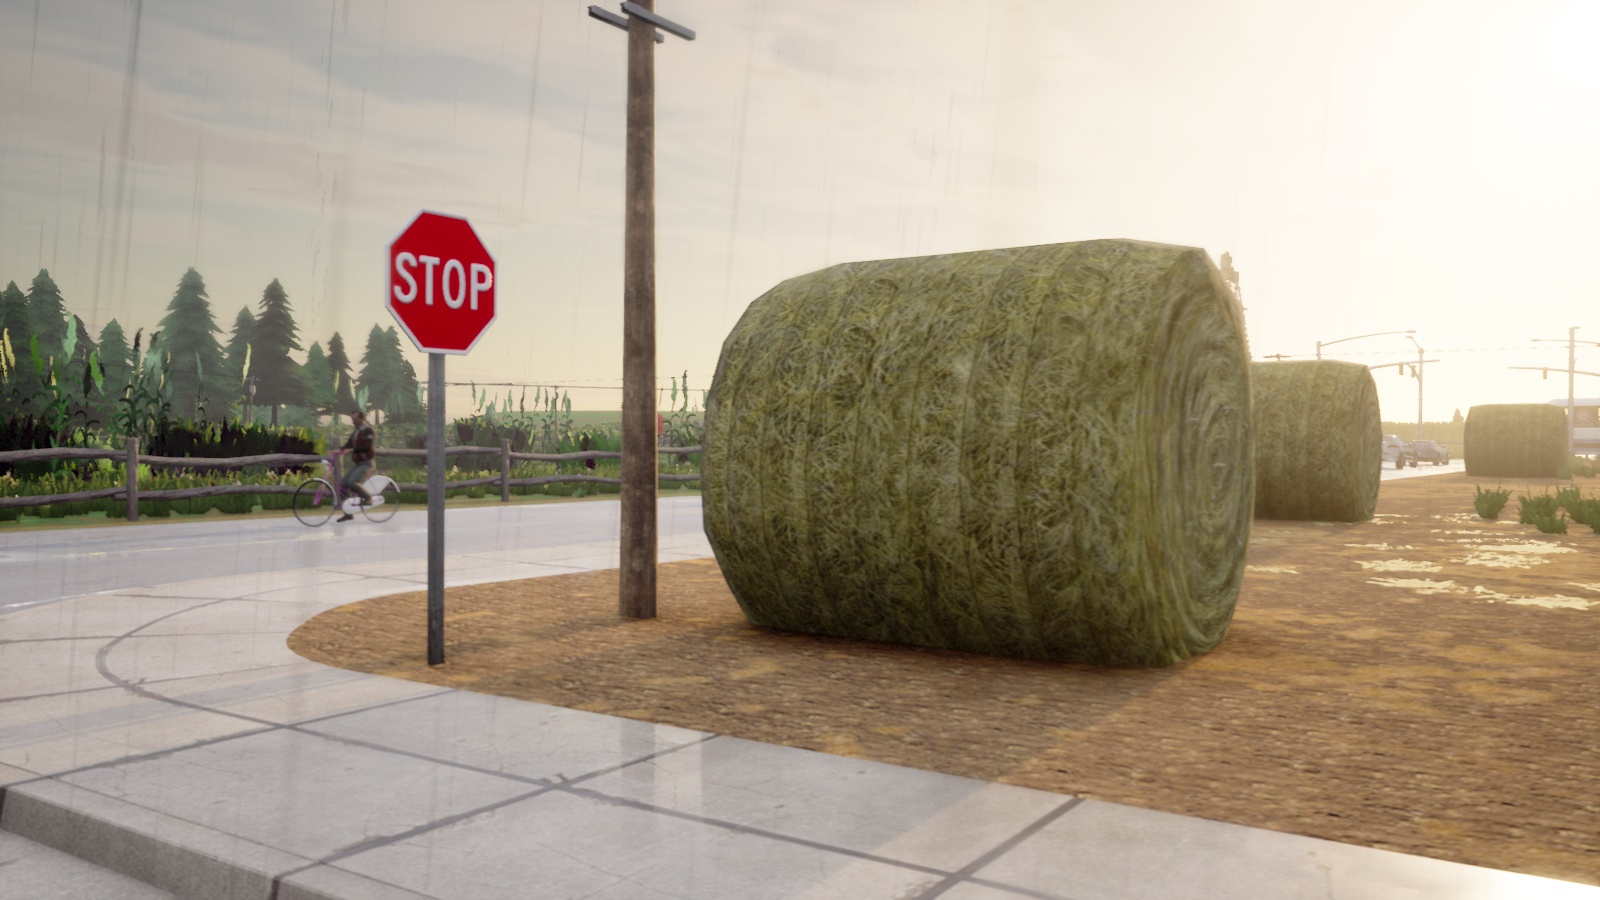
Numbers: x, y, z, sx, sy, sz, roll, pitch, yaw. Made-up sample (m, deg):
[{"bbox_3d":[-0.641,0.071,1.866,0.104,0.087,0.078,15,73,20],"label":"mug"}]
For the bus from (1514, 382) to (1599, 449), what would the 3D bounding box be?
[{"bbox_3d":[52.439,-2.229,81.416,10.273,4.253,3.944,0,1,35],"label":"bus"}]

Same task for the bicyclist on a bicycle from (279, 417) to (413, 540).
[{"bbox_3d":[-6.884,0.404,19.132,0.659,1.776,1.843,0,1,36],"label":"bicyclist on a bicycle"}]

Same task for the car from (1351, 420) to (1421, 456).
[{"bbox_3d":[28.755,-0.604,61.573,2.152,1.651,5.027,0,1,36],"label":"car"}]

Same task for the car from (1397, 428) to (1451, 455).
[{"bbox_3d":[34.498,-0.478,69.360,1.994,1.385,4.181,0,1,36],"label":"car"}]
